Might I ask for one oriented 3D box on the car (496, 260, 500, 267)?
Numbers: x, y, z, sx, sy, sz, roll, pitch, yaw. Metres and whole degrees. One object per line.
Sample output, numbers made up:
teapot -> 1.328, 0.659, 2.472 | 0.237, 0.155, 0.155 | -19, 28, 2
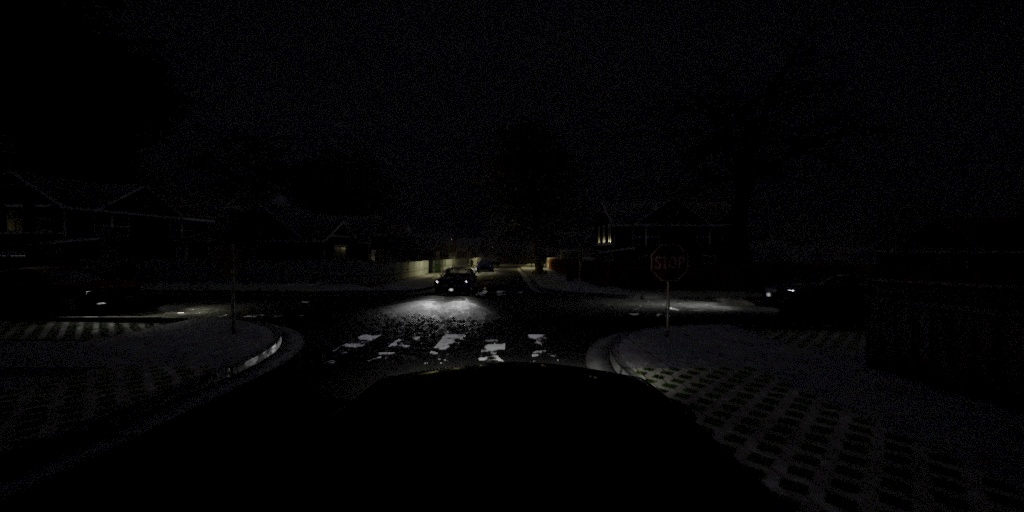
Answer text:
car -> -3.094, 1.112, 60.260 | 1.895, 1.301, 4.718 | 0, 0, 4

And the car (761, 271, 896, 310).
car -> 13.331, 1.414, 15.182 | 4.902, 1.511, 2.128 | 1, 1, 0

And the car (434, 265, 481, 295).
car -> -2.997, 1.343, 19.792 | 1.895, 1.301, 4.718 | 0, 0, -1

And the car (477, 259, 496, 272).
car -> -3.330, 1.186, 44.957 | 1.882, 1.535, 5.008 | 0, 0, -1

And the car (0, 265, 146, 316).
car -> -15.477, 1.093, 12.146 | 5.008, 1.535, 1.882 | 0, 1, 0
